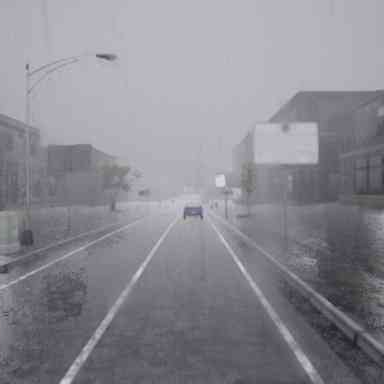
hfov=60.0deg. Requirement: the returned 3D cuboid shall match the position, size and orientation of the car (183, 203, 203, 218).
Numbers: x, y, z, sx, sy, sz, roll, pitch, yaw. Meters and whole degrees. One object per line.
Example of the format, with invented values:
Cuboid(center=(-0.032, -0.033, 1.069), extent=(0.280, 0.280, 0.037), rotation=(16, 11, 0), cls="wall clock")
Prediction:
Cuboid(center=(0.107, 1.842, 34.145), extent=(1.882, 1.535, 5.008), rotation=(0, -1, 0), cls="car")
